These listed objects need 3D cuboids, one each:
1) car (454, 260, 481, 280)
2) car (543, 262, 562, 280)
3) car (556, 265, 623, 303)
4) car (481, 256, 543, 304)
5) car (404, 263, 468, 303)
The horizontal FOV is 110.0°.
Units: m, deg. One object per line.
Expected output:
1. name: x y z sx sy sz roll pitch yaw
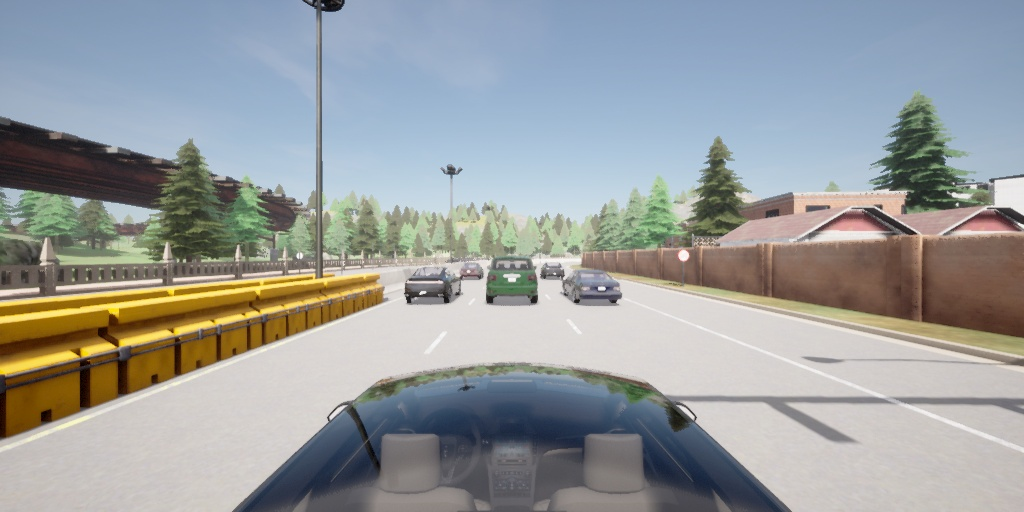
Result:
1. car: -3.500 1.313 31.500 2.033 1.411 5.357 0 0 0
2. car: 3.500 1.245 31.500 2.128 1.511 4.902 0 0 0
3. car: 3.500 1.313 16.500 2.033 1.411 5.357 0 0 0
4. car: 0.000 1.008 16.530 2.150 2.045 5.566 0 0 0
5. car: -3.500 1.245 16.500 2.128 1.511 4.902 0 0 0
